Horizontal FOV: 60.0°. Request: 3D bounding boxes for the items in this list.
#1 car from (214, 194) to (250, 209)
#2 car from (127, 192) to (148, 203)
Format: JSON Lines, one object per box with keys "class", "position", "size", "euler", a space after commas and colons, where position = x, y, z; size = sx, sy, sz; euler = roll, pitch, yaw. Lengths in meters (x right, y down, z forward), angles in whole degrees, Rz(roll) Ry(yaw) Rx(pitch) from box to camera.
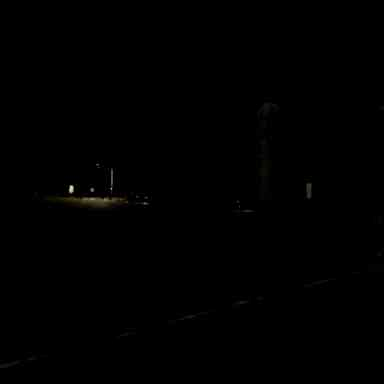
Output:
{"class": "car", "position": [4.569, 1.117, 38.306], "size": [2.097, 1.767, 4.553], "euler": [0, 1, -36]}
{"class": "car", "position": [-9.546, 0.885, 57.928], "size": [2.097, 1.767, 4.553], "euler": [0, 1, -35]}
